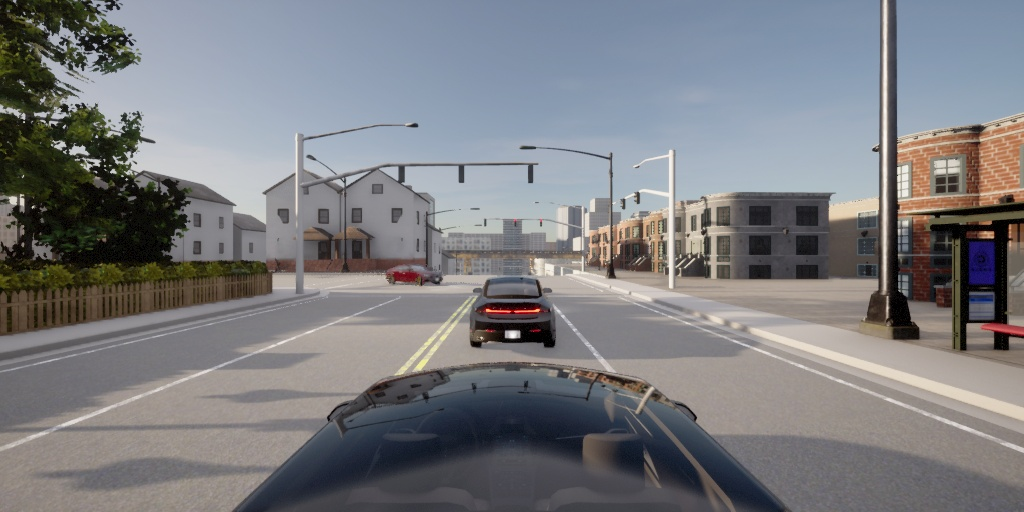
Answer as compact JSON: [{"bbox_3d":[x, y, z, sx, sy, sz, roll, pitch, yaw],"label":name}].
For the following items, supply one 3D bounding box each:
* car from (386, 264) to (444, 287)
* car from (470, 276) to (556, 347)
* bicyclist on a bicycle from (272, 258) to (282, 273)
[{"bbox_3d":[-6.792,1.276,24.851,4.674,1.442,1.812,0,-1,35],"label":"car"},{"bbox_3d":[0.015,1.255,9.291,1.837,1.490,4.892,0,0,0],"label":"car"},{"bbox_3d":[-25.503,1.053,38.848,0.582,1.620,1.656,0,0,0],"label":"bicyclist on a bicycle"}]
